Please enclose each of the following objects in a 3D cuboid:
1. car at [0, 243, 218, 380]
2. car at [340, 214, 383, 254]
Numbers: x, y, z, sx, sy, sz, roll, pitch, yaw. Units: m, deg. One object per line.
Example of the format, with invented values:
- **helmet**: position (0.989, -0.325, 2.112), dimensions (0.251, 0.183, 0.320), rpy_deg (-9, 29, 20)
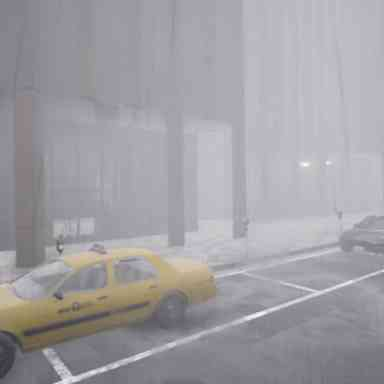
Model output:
- **car**: position (-1.760, 1.569, 5.401), dimensions (4.829, 1.417, 1.752), rpy_deg (-1, 0, -38)
- **car**: position (7.265, 1.493, 12.380), dimensions (4.313, 1.339, 1.947), rpy_deg (-1, 0, -38)
